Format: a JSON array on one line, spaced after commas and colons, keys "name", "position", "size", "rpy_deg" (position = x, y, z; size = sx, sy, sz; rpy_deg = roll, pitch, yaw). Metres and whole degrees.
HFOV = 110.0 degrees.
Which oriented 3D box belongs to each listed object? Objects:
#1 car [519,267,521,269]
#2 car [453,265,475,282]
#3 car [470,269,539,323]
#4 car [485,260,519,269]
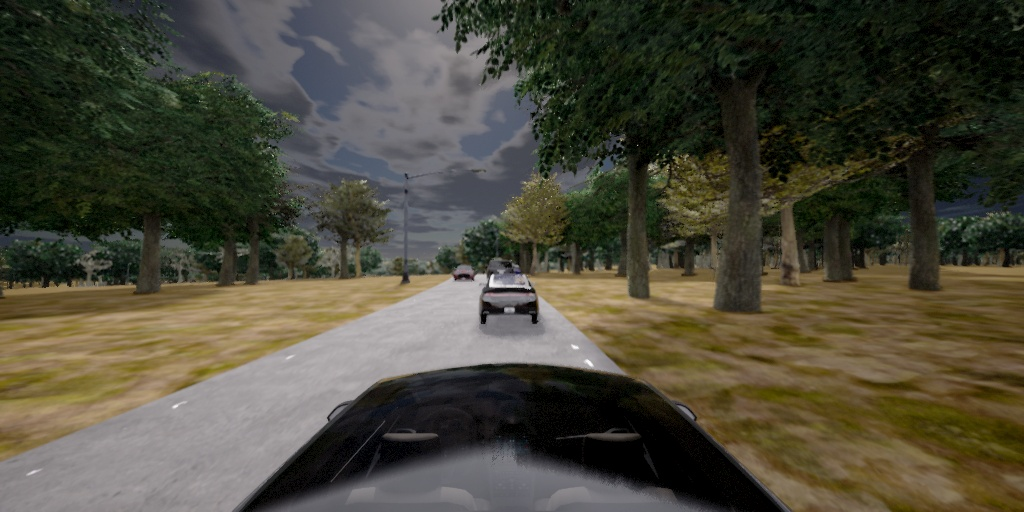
[{"name": "car", "position": [0.168, 2.003, 49.296], "size": [2.163, 1.488, 4.792], "rpy_deg": [0, -2, -7]}, {"name": "car", "position": [-4.877, 1.668, 36.916], "size": [2.097, 1.767, 4.553], "rpy_deg": [0, -1, -5]}, {"name": "car", "position": [-0.140, 1.375, 12.718], "size": [2.128, 1.511, 4.902], "rpy_deg": [0, -1, -2]}, {"name": "car", "position": [-0.962, 1.355, 28.629], "size": [2.150, 2.045, 5.566], "rpy_deg": [0, -1, -4]}]
